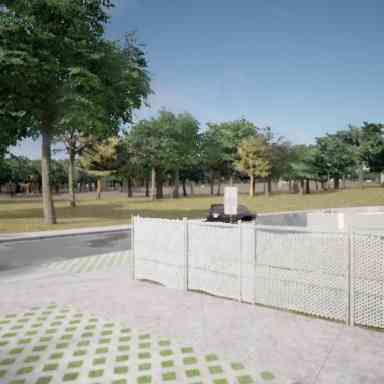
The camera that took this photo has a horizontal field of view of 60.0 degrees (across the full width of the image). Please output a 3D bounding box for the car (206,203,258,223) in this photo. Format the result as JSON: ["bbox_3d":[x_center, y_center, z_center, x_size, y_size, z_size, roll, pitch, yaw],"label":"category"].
[{"bbox_3d":[3.307,1.940,26.633,2.150,2.045,5.566,1,-1,36],"label":"car"}]
